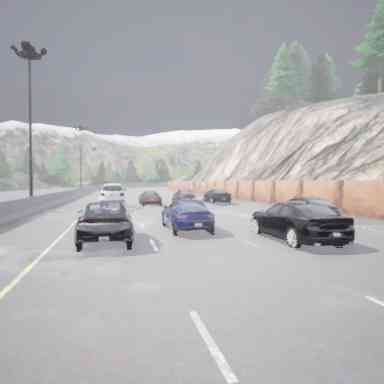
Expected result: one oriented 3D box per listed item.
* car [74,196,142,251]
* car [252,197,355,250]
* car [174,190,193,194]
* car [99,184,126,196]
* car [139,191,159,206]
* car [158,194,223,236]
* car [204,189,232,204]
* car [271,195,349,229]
[{"bbox_3d":[-3.173,1.112,12.324,2.128,1.511,4.902,0,2,-13],"label":"car"},{"bbox_3d":[3.926,1.094,12.657,1.882,1.535,5.008,0,2,-13],"label":"car"},{"bbox_3d":[-0.771,0.510,33.495,1.812,1.442,4.674,0,2,-13],"label":"car"},{"bbox_3d":[-7.227,0.295,30.352,2.150,2.045,5.566,0,2,-13],"label":"car"},{"bbox_3d":[-4.099,0.579,32.400,1.994,1.385,4.181,0,2,-13],"label":"car"},{"bbox_3d":[-0.255,1.059,15.306,1.812,1.442,4.674,0,2,-13],"label":"car"},{"bbox_3d":[2.569,0.430,34.654,1.882,1.535,5.008,0,2,-13],"label":"car"},{"bbox_3d":[6.242,0.975,18.256,1.812,1.442,4.674,0,2,-13],"label":"car"}]
